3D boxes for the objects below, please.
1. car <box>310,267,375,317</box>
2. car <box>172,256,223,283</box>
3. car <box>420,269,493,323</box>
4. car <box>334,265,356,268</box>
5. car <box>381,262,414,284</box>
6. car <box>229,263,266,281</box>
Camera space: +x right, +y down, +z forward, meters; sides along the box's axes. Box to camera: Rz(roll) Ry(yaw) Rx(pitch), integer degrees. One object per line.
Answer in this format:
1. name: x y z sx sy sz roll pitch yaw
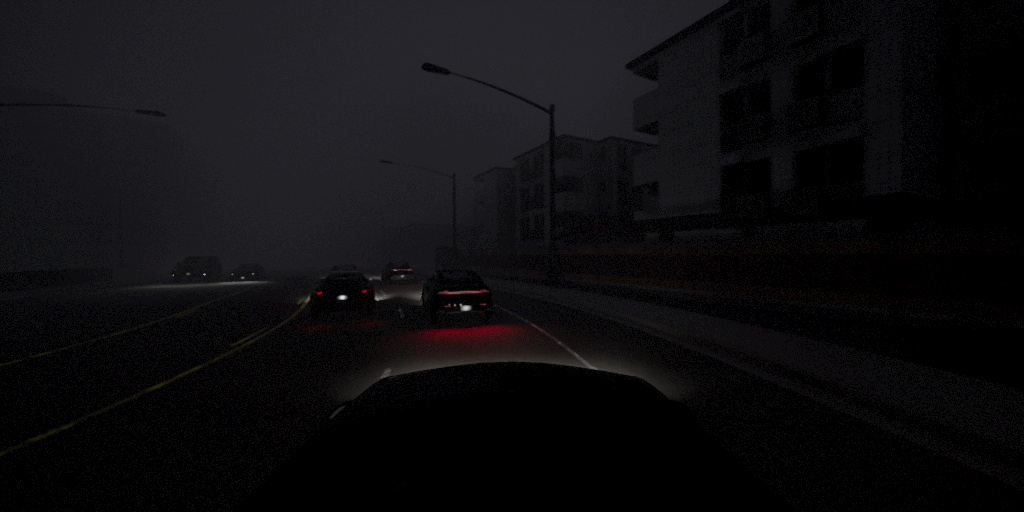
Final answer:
1. car: -6.185 1.296 13.331 1.994 1.385 4.181 -1 0 -22
2. car: -25.690 0.999 29.513 2.150 2.045 5.566 -1 0 -27
3. car: -1.989 1.199 12.136 2.128 1.511 4.902 0 0 -17
4. car: -12.787 1.304 27.396 1.895 1.301 4.718 -1 0 -26
5. car: -8.529 1.166 26.626 2.128 1.511 4.902 -1 0 -26
6. car: -22.193 1.306 30.337 2.033 1.411 5.357 -1 0 -27
